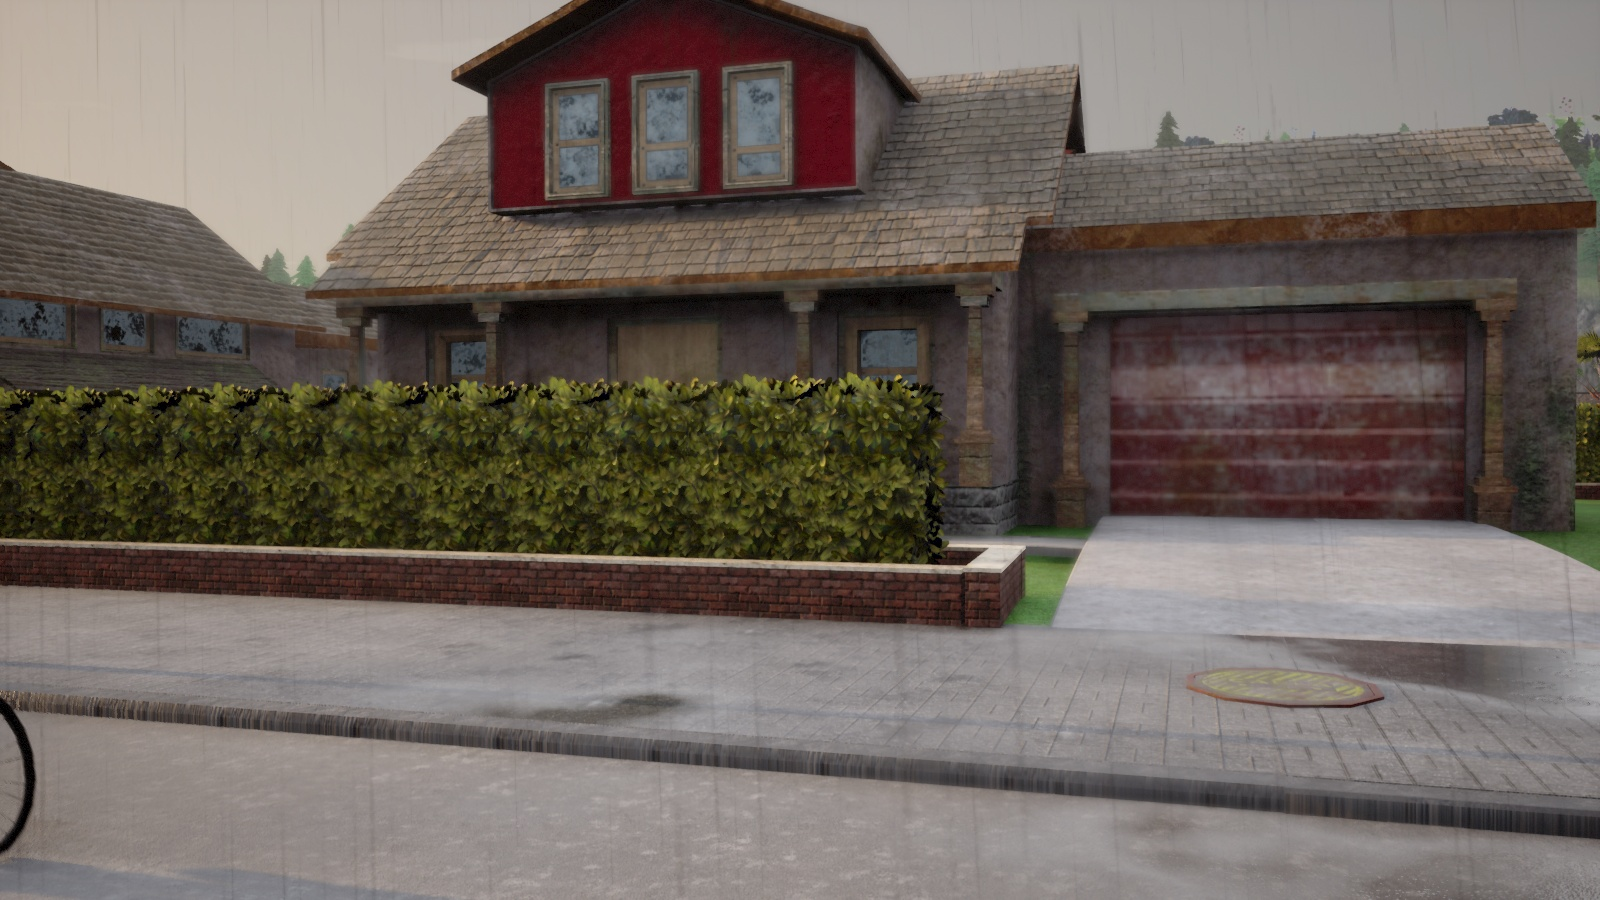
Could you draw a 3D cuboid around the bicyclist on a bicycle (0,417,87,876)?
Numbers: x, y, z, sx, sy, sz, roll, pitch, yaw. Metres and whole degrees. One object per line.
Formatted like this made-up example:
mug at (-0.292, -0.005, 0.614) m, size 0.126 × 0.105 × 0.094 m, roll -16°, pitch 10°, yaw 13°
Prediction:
bicyclist on a bicycle at (-3.591, 0.690, 4.732) m, size 1.656 × 1.620 × 0.582 m, roll 0°, pitch 1°, yaw 17°
